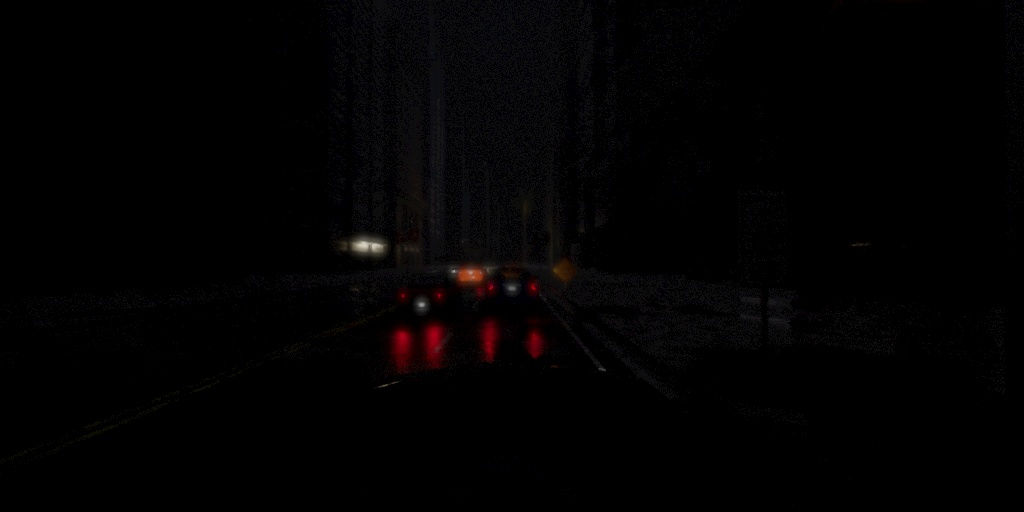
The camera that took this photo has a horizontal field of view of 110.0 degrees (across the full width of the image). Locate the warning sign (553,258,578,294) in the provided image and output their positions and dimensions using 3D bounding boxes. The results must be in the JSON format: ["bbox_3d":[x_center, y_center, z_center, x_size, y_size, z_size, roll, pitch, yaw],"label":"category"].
[{"bbox_3d":[2.850,1.044,19.077,1.300,1.860,1.060,0,0,0],"label":"warning sign"}]

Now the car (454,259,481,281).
[{"bbox_3d":[-3.231,1.395,30.268,2.097,1.767,4.553,0,-1,0],"label":"car"}]

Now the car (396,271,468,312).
[{"bbox_3d":[-3.235,1.488,15.103,1.895,1.301,4.718,0,-1,0],"label":"car"}]

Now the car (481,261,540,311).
[{"bbox_3d":[0.019,1.240,15.272,2.097,1.767,4.553,0,-1,0],"label":"car"}]
